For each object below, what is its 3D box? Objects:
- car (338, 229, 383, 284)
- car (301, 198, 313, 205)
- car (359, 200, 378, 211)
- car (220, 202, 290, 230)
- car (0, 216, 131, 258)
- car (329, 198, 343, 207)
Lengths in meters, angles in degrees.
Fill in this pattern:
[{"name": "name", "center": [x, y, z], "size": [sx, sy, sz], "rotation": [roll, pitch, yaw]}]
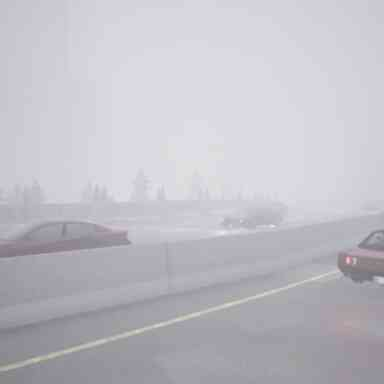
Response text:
[{"name": "car", "center": [5.751, 1.616, 8.663], "size": [4.718, 1.301, 1.895], "rotation": [0, 0, -41]}, {"name": "car", "center": [24.066, 1.999, 69.879], "size": [2.033, 1.411, 5.357], "rotation": [0, -1, 10]}, {"name": "car", "center": [22.820, 1.711, 42.997], "size": [1.812, 1.442, 4.674], "rotation": [0, -1, 26]}, {"name": "car", "center": [4.137, 1.627, 21.896], "size": [2.033, 1.411, 5.357], "rotation": [0, 0, 43]}, {"name": "car", "center": [-4.251, 1.522, 9.762], "size": [5.008, 1.535, 1.882], "rotation": [0, 0, -38]}, {"name": "car", "center": [24.575, 1.815, 56.835], "size": [1.837, 1.490, 4.892], "rotation": [0, -1, 18]}]
